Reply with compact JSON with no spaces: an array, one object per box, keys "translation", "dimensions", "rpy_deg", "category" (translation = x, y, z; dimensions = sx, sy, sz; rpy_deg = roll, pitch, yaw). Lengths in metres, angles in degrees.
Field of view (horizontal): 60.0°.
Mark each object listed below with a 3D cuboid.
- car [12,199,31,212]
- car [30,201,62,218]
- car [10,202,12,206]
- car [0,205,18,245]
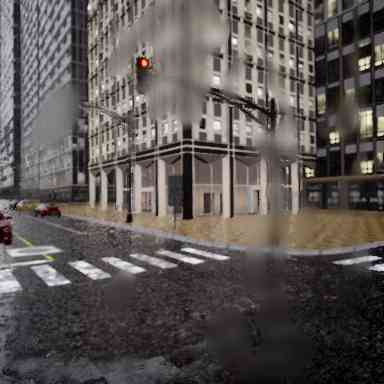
[{"translation":[-19.588,1.585,39.276],"dimensions":[1.752,1.417,4.829],"rpy_deg":[1,-1,-35],"category":"car"},{"translation":[-13.010,1.624,30.056],"dimensions":[1.802,1.307,4.206],"rpy_deg":[1,-1,-35],"category":"car"},{"translation":[-22.730,1.633,43.676],"dimensions":[1.947,1.339,4.313],"rpy_deg":[1,-1,-35],"category":"car"},{"translation":[-9.459,1.502,15.093],"dimensions":[1.882,1.535,5.008],"rpy_deg":[0,0,-36],"category":"car"}]
